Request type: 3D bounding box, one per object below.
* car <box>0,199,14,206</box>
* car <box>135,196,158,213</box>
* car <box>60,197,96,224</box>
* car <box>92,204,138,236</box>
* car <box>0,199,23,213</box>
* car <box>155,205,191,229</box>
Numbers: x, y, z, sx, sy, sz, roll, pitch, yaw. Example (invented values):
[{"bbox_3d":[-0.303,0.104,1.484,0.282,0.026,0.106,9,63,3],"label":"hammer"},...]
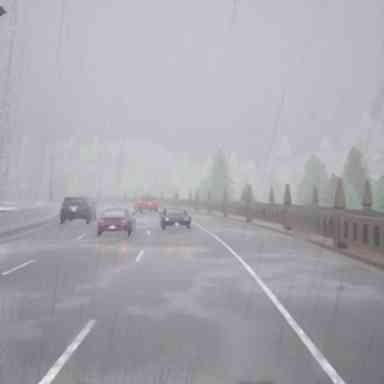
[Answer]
[{"bbox_3d":[-39.499,2.176,70.321,2.128,1.511,4.902,0,-1,-42],"label":"car"},{"bbox_3d":[-5.659,1.484,40.843,2.150,2.045,5.566,0,0,-18],"label":"car"},{"bbox_3d":[-9.011,1.385,26.500,2.150,2.045,5.566,0,0,-11],"label":"car"},{"bbox_3d":[-4.311,1.637,19.263,1.812,1.442,4.674,0,0,-6],"label":"car"},{"bbox_3d":[-18.093,1.751,33.097,1.812,1.442,4.674,0,-1,-17],"label":"car"},{"bbox_3d":[-1.285,1.734,22.950,1.895,1.301,4.718,0,0,-9],"label":"car"}]
